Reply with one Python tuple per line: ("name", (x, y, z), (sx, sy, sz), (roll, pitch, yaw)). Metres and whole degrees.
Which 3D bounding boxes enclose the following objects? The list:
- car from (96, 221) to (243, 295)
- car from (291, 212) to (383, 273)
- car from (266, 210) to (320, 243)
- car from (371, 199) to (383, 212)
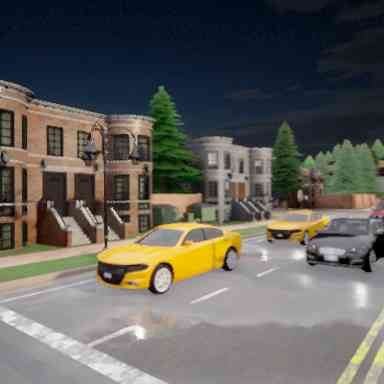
("car", (-0.394, 1.664, 9.634), (1.882, 1.535, 5.008), (-2, -1, 38))
("car", (5.484, 1.634, 11.408), (2.128, 1.511, 4.902), (-2, -1, 38))
("car", (5.559, 1.722, 17.122), (1.882, 1.535, 5.008), (-2, -1, 39))
("car", (12.144, 1.428, 19.762), (2.150, 2.045, 5.566), (-2, -1, 38))
